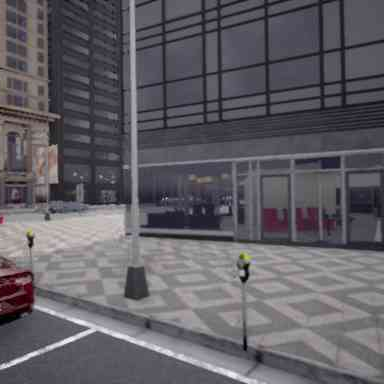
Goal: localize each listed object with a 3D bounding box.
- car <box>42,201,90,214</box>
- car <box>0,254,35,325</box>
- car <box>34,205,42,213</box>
[{"bbox_3d":[-15.417,1.925,41.805,2.033,1.411,5.357,-1,-1,35],"label":"car"},{"bbox_3d":[-4.771,1.630,6.251,4.507,1.381,1.887,-1,-1,35],"label":"car"},{"bbox_3d":[-18.130,1.933,43.592,2.128,1.511,4.902,-1,-1,36],"label":"car"}]
